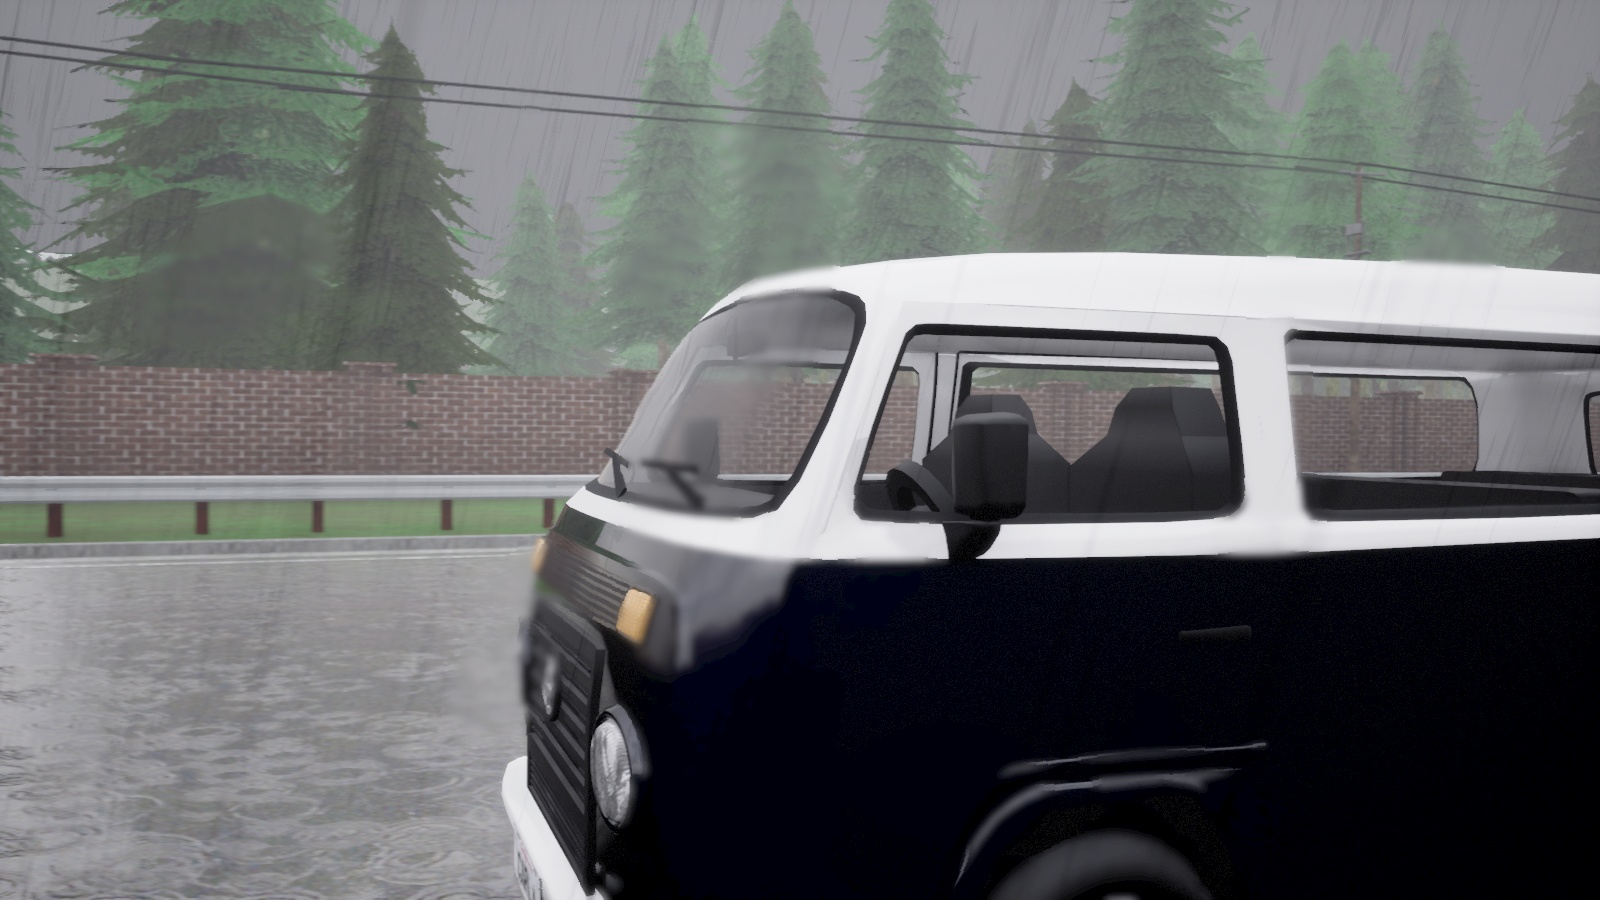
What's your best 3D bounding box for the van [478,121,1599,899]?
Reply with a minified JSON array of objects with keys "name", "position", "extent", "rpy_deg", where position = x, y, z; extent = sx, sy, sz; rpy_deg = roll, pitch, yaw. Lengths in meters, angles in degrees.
[{"name":"van","position":[1.459,0.444,3.787],"extent":[4.480,2.038,2.069],"rpy_deg":[-1,1,-21]}]
